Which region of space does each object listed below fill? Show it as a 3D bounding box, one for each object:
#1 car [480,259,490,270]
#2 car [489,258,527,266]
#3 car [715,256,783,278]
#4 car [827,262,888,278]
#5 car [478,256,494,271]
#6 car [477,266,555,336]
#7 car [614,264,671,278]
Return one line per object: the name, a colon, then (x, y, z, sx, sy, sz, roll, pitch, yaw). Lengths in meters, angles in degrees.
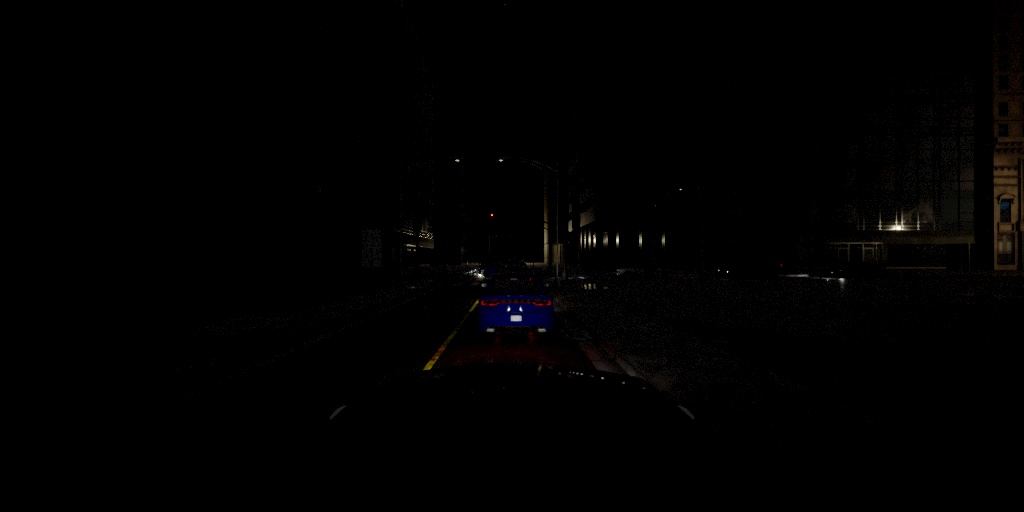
car: (0.096, 1.240, 30.085, 5.008, 1.535, 1.882, 0, 0, 0)
car: (0.140, 1.107, 19.283, 2.097, 1.767, 4.553, 0, 0, 2)
car: (21.975, 0.986, 33.326, 5.566, 2.045, 2.150, 0, 0, -1)
car: (32.072, 1.276, 33.322, 4.674, 1.442, 1.812, 0, 0, 0)
car: (-3.136, 1.000, 45.826, 2.150, 2.045, 5.566, 0, 0, -2)
car: (0.093, 1.229, 10.414, 1.882, 1.535, 5.008, 0, 0, 0)
car: (12.024, 1.371, 33.308, 4.718, 1.301, 1.895, 0, 0, 3)
